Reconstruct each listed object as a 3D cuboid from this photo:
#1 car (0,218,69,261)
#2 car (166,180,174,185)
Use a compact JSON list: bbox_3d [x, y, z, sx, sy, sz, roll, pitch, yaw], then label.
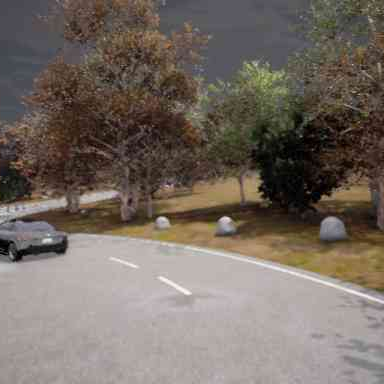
[{"bbox_3d":[-6.703,1.740,13.185,4.181,1.385,1.994,-1,0,40],"label":"car"},{"bbox_3d":[-6.130,-2.575,90.010,1.882,1.535,5.008,-1,5,19],"label":"car"}]
